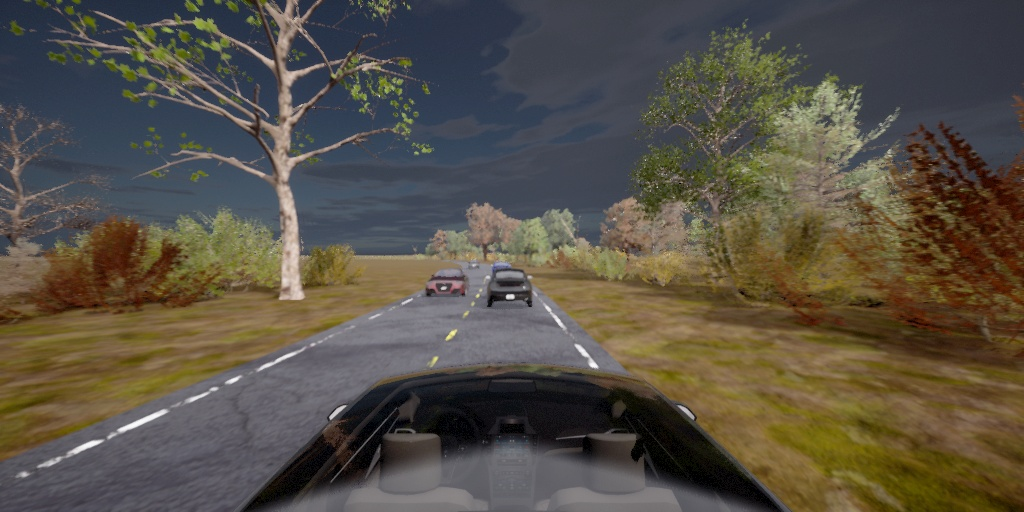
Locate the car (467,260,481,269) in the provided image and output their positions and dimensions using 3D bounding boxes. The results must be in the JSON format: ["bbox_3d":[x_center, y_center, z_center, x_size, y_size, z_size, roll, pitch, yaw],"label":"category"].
[{"bbox_3d":[-6.357,1.367,59.950,2.128,1.511,4.902,0,0,-7],"label":"car"}]

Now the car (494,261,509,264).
[{"bbox_3d":[-1.124,1.290,36.891,1.882,1.535,5.008,0,0,-4],"label":"car"}]

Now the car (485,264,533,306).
[{"bbox_3d":[-0.126,1.280,15.930,1.837,1.490,4.892,0,0,-1],"label":"car"}]

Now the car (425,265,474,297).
[{"bbox_3d":[-3.334,1.352,19.189,1.994,1.385,4.181,0,0,-2],"label":"car"}]
